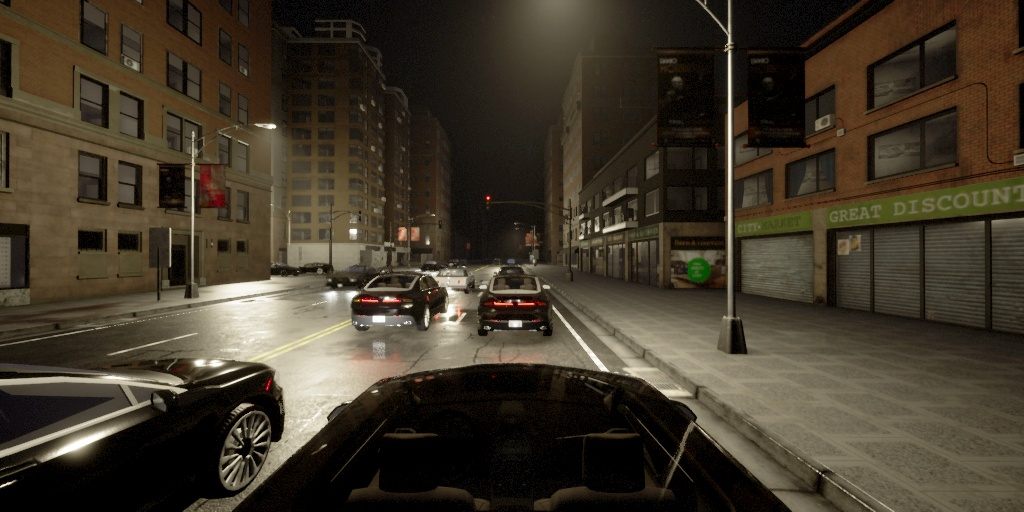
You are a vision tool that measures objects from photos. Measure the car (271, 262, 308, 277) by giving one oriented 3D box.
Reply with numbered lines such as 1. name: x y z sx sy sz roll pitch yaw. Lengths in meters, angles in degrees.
1. car: -22.612 1.316 34.555 4.181 1.385 1.994 0 0 0

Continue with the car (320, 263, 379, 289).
1. car: -9.896 1.301 23.284 2.033 1.411 5.357 0 0 0

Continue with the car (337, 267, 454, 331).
1. car: -3.171 1.256 10.962 1.837 1.490 4.892 0 0 0

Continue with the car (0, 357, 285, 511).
1. car: -3.153 1.242 1.574 2.128 1.511 4.902 0 0 0

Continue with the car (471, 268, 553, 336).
1. car: 0.081 1.256 10.372 1.837 1.490 4.892 0 0 0

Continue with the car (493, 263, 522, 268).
1. car: -0.036 1.278 19.628 1.812 1.442 4.674 0 0 0

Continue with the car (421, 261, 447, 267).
1. car: -10.156 1.330 45.737 1.994 1.385 4.181 0 0 4

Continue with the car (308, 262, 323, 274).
1. car: -22.230 1.347 40.036 4.313 1.339 1.948 0 0 0

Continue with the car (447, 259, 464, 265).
1. car: -9.952 1.269 60.851 2.128 1.511 4.902 0 0 0

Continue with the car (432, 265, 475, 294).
1. car: -3.190 1.354 20.275 1.895 1.301 4.718 0 0 0
